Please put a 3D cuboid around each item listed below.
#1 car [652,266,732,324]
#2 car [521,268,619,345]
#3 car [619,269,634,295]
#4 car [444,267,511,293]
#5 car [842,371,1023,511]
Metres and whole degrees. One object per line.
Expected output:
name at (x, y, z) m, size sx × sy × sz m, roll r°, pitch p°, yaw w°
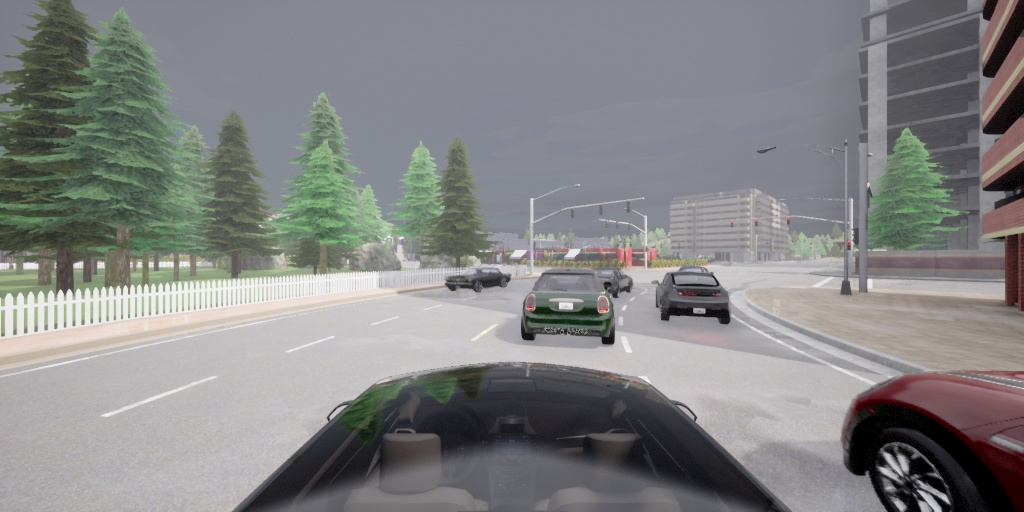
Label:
car at (5.928, 1.256, 12.118) m, size 1.837 × 1.490 × 4.892 m, roll 0°, pitch 0°, yaw 19°
car at (1.636, 1.103, 9.842) m, size 2.097 × 1.767 × 4.553 m, roll 0°, pitch 0°, yaw 13°
car at (4.910, 1.299, 18.585) m, size 2.033 × 1.411 × 5.357 m, roll 0°, pitch 0°, yaw 29°
car at (-1.902, 1.352, 21.090) m, size 1.895 × 1.301 × 4.718 m, roll 0°, pitch 0°, yaw 27°
car at (3.845, 1.103, 1.120) m, size 2.097 × 1.767 × 4.553 m, roll 0°, pitch 0°, yaw 0°
